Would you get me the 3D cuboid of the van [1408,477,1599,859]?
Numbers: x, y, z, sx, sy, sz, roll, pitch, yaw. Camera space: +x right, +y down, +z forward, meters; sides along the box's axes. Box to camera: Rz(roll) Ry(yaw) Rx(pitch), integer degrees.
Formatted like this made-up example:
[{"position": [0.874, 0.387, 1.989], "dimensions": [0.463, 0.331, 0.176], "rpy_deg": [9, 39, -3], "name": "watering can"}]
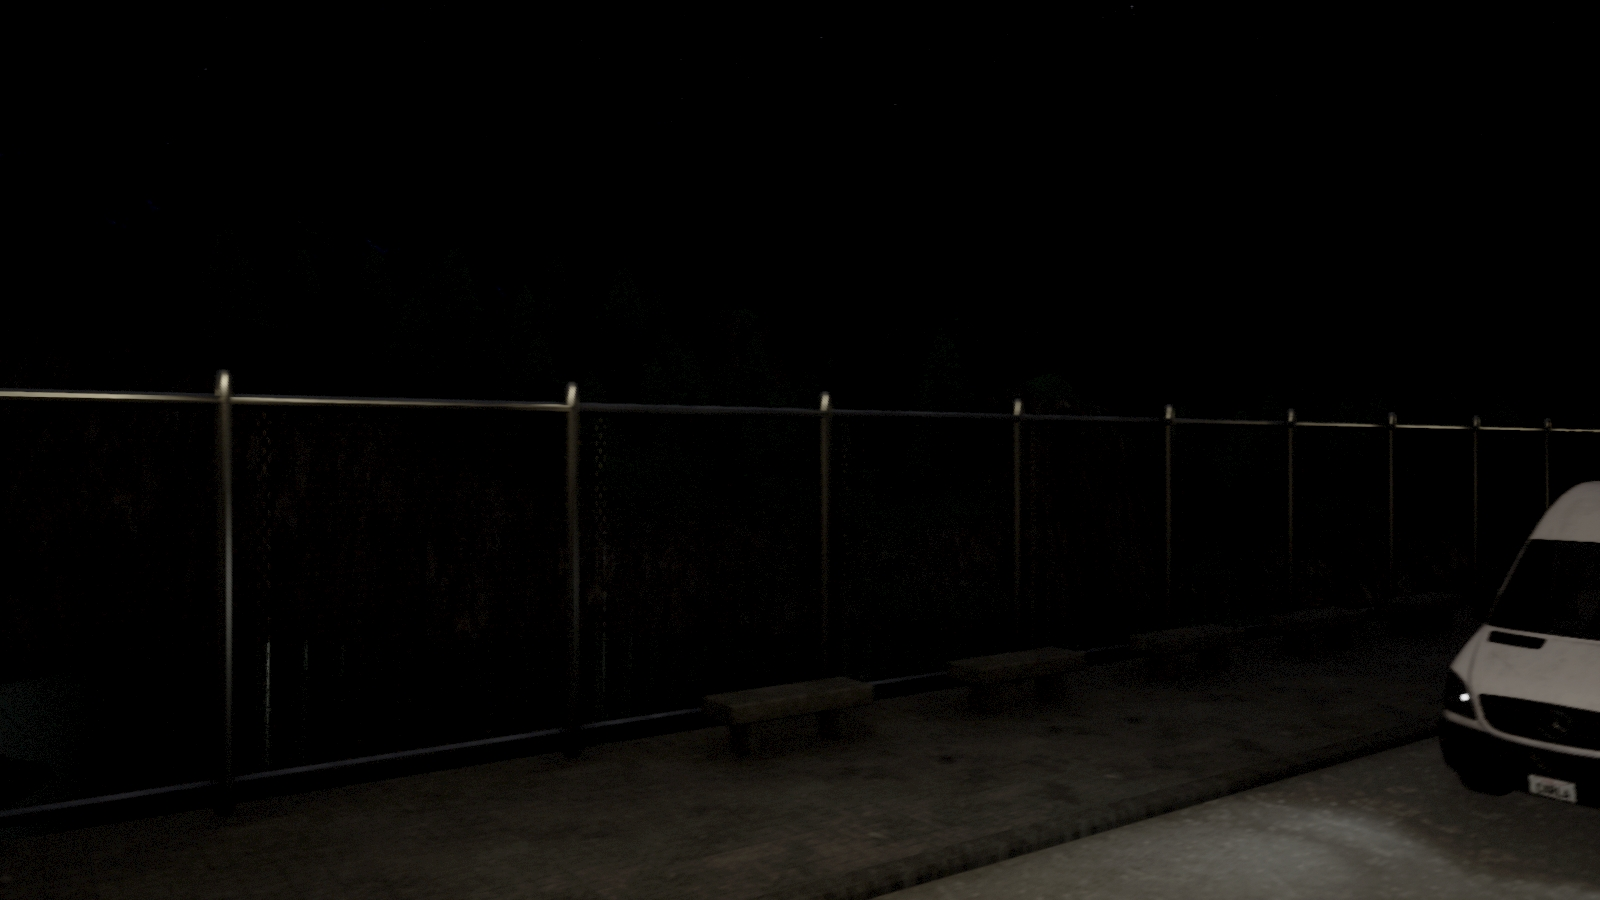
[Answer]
[{"position": [7.747, 1.535, 9.812], "dimensions": [5.915, 2.561, 1.988], "rpy_deg": [0, 0, -35], "name": "van"}]
